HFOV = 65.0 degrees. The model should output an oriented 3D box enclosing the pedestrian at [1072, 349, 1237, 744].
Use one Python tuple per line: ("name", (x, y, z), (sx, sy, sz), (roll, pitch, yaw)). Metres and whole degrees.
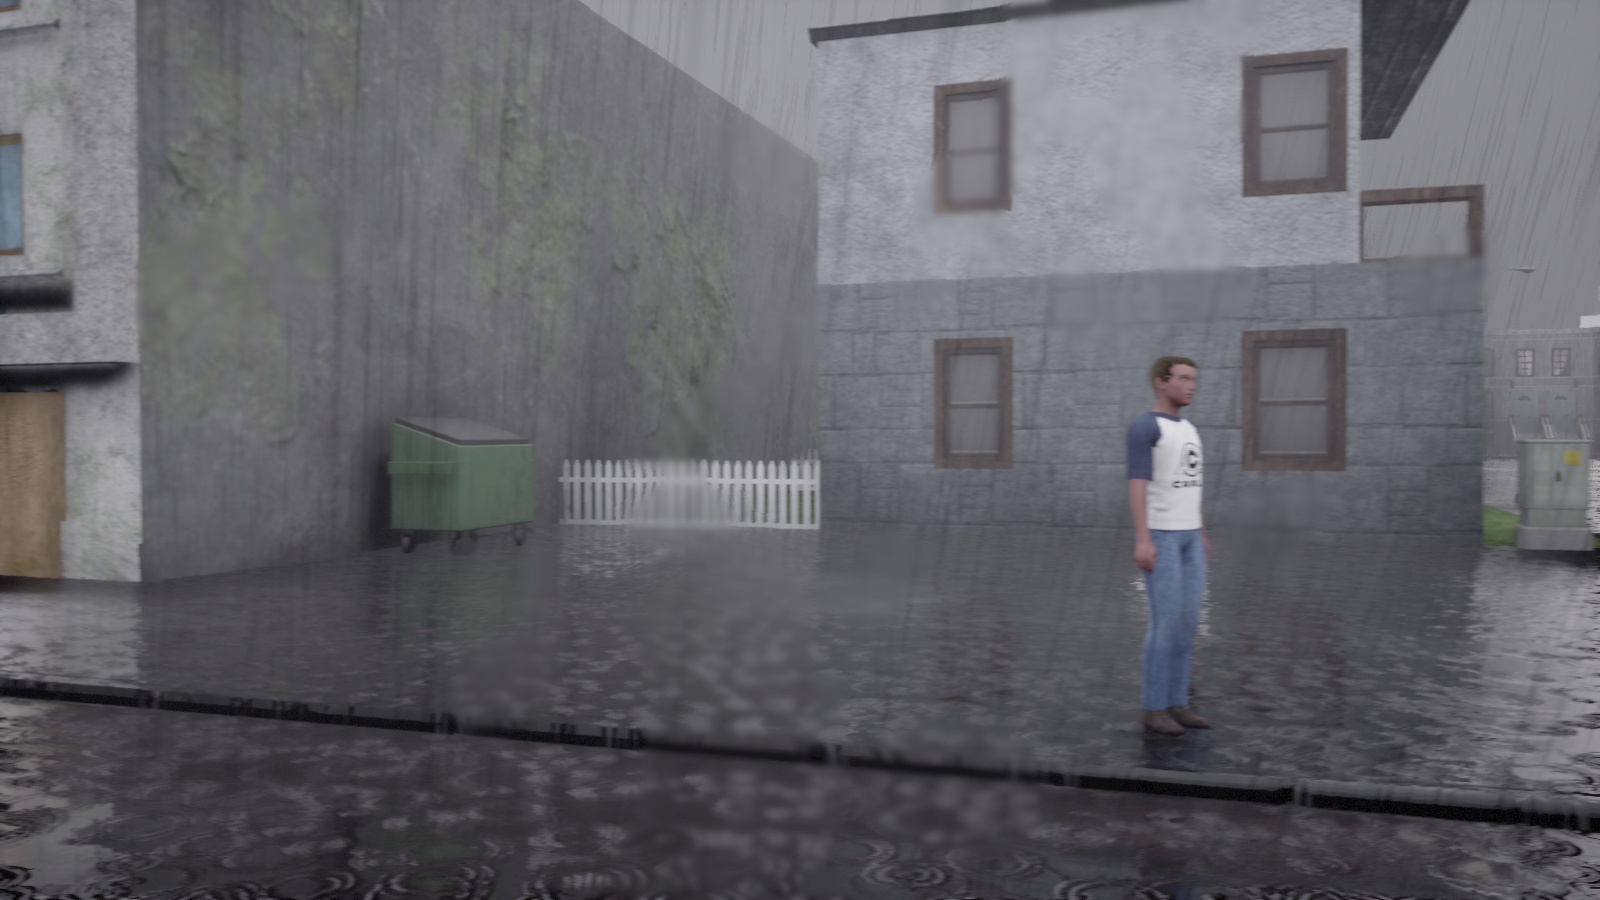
("pedestrian", (1.741, 0.443, 6.214), (0.354, 1.836, 0.706), (0, 1, -35))
